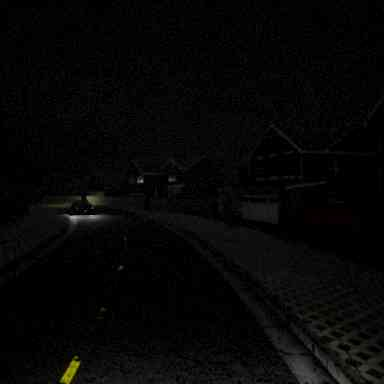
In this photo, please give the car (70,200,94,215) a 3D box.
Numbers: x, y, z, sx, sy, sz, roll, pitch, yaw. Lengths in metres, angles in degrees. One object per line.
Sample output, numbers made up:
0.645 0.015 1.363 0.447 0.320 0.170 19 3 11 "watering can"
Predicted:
-11.286 1.549 34.042 1.812 1.442 4.674 0 0 -27 "car"
